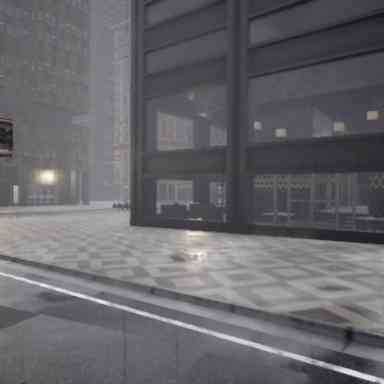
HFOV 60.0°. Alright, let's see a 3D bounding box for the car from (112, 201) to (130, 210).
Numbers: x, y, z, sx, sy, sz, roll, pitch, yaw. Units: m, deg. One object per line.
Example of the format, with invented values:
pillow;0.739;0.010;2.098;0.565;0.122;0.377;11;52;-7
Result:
car;-9.587;1.975;49.657;1.895;1.301;4.718;0;0;36
